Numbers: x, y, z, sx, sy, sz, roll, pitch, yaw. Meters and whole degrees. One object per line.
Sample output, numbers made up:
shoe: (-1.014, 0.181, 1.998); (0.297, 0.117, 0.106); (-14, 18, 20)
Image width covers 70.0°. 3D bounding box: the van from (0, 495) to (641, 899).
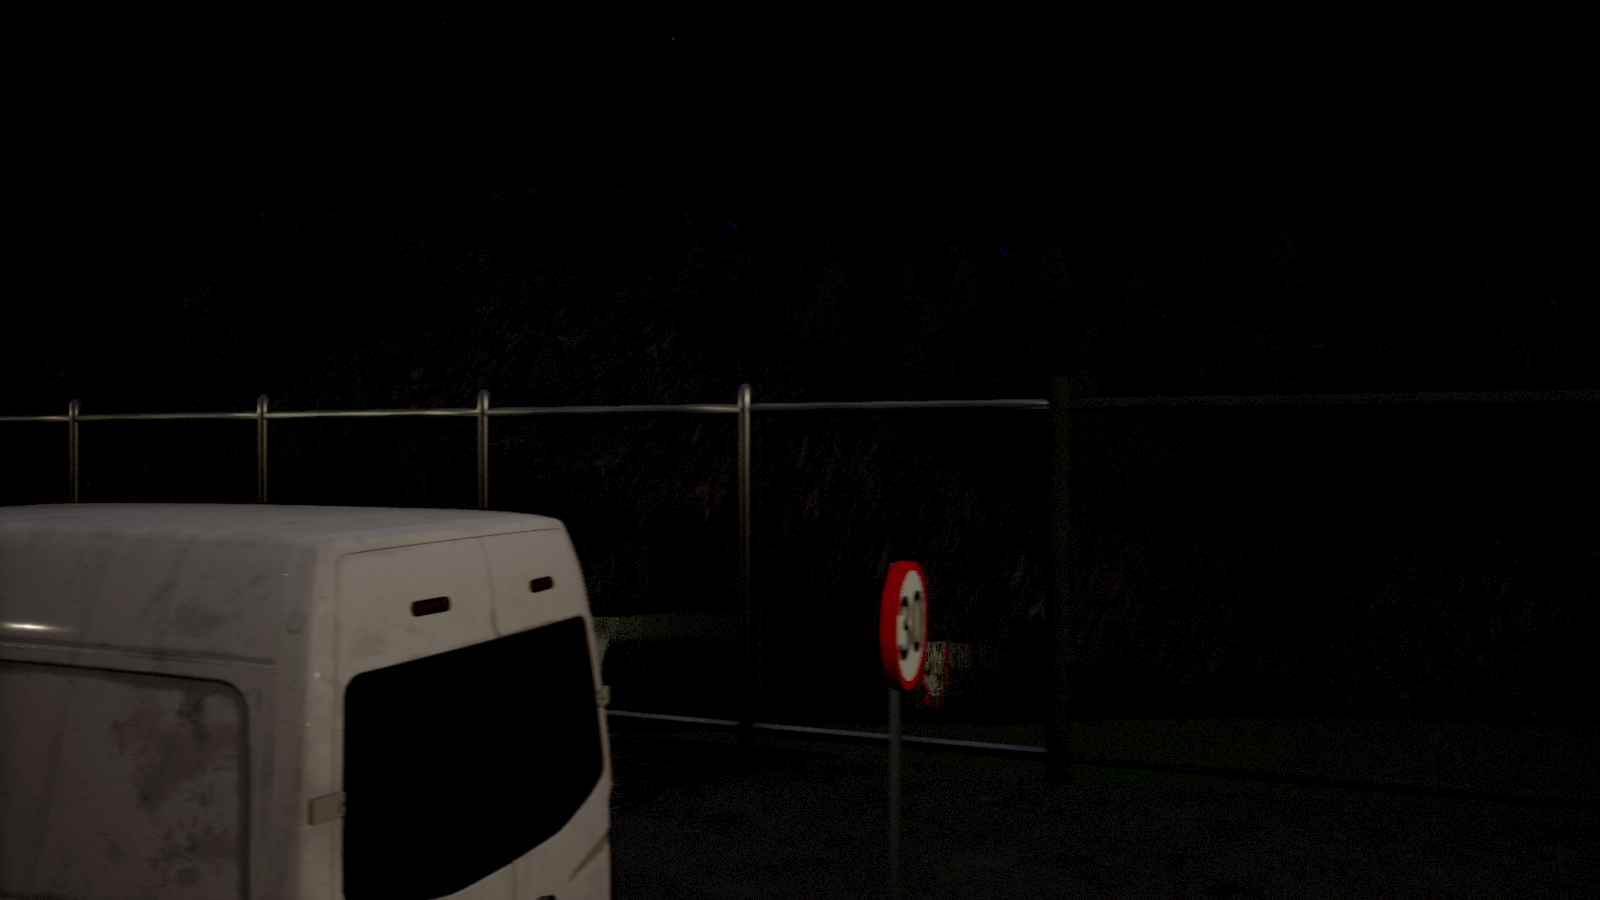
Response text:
van: (-3.837, 1.541, 5.231); (5.915, 2.561, 1.988); (0, 0, 20)
